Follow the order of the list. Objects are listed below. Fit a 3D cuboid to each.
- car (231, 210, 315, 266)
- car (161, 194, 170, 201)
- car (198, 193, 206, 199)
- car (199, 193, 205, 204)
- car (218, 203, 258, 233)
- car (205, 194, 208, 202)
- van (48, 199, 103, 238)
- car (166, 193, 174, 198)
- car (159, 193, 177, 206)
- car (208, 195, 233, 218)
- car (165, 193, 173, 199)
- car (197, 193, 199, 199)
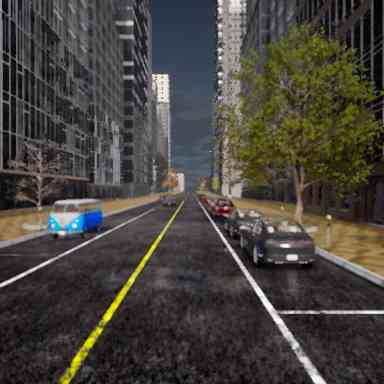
[{"bbox_3d":[2.668,1.499,11.054,2.008,1.369,4.403,0,0,0],"label":"car"},{"bbox_3d":[-5.869,1.169,73.657,1.802,1.307,4.206,0,0,0],"label":"car"},{"bbox_3d":[2.483,1.069,85.054,1.947,1.339,4.313,0,0,0],"label":"car"},{"bbox_3d":[2.554,1.237,56.593,1.887,1.381,4.507,0,0,0],"label":"car"},{"bbox_3d":[2.653,1.470,16.747,2.008,1.369,4.403,0,0,0],"label":"car"},{"bbox_3d":[2.611,1.266,33.823,1.967,1.590,4.097,0,0,0],"label":"car"},{"bbox_3d":[-5.727,1.267,16.729,1.690,1.788,3.998,0,0,0],"label":"van"},{"bbox_3d":[-5.912,1.035,90.734,1.947,1.339,4.313,0,0,0],"label":"car"},{"bbox_3d":[-3.118,1.295,48.171,2.033,1.411,5.357,0,0,0],"label":"car"},{"bbox_3d":[2.625,1.297,28.131,1.967,1.590,4.097,0,0,0],"label":"car"},{"bbox_3d":[-5.897,1.054,85.041,1.887,1.381,4.507,0,0,0],"label":"car"},{"bbox_3d":[2.512,1.146,73.670,1.947,1.339,4.313,0,0,0],"label":"car"}]
